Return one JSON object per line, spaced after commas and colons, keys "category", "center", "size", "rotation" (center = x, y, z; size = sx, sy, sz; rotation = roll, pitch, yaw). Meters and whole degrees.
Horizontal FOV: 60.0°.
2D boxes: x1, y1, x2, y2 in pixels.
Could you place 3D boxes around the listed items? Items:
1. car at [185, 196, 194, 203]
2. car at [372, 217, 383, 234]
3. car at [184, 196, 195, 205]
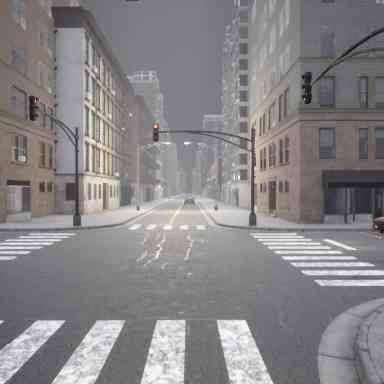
{"category": "car", "center": [-0.535, 1.548, 69.189], "size": [1.812, 1.442, 4.674], "rotation": [0, 0, 0]}
{"category": "car", "center": [11.644, 1.529, 16.987], "size": [4.507, 1.381, 1.887], "rotation": [0, 0, 0]}
{"category": "car", "center": [-0.456, 1.541, 59.184], "size": [1.812, 1.442, 4.674], "rotation": [0, 0, 0]}
